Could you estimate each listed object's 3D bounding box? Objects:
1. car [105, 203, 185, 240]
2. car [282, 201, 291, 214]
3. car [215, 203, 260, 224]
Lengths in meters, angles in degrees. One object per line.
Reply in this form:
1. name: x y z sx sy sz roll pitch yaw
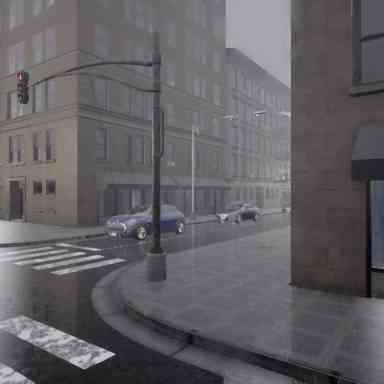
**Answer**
1. car: -2.365 1.432 17.561 2.097 1.767 4.553 0 0 36
2. car: 11.566 1.702 37.078 2.128 1.511 4.902 0 0 36
3. car: 3.652 1.629 25.973 2.128 1.511 4.902 0 0 36
